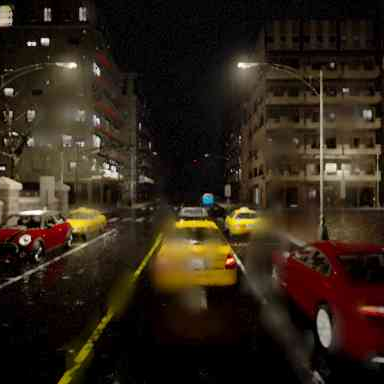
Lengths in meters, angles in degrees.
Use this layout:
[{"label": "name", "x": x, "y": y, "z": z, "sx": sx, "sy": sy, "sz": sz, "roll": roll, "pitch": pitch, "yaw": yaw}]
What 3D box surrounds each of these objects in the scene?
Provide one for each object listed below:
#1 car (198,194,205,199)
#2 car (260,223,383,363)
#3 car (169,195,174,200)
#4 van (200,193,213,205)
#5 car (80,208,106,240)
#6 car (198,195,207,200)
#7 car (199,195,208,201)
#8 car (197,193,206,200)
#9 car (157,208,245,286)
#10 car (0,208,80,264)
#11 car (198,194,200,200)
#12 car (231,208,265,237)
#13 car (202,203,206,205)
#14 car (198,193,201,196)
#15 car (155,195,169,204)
[{"label": "car", "x": 2.617, "y": 1.310, "z": 95.050, "sx": 1.752, "sy": 1.417, "sz": 4.829, "roll": 1, "pitch": 0, "yaw": 0}, {"label": "car", "x": 2.694, "y": 1.537, "z": 5.957, "sx": 1.887, "sy": 1.381, "sz": 4.507, "roll": 1, "pitch": 0, "yaw": 0}, {"label": "car", "x": -5.759, "y": 1.385, "z": 89.259, "sx": 1.802, "sy": 1.307, "sz": 4.206, "roll": 1, "pitch": 0, "yaw": 0}, {"label": "van", "x": 2.654, "y": 1.240, "z": 55.183, "sx": 1.690, "sy": 1.788, "sz": 3.998, "roll": 1, "pitch": 0, "yaw": 0}, {"label": "car", "x": -5.696, "y": 1.502, "z": 17.030, "sx": 1.752, "sy": 1.417, "sz": 4.829, "roll": 1, "pitch": 0, "yaw": 0}, {"label": "car", "x": 2.626, "y": 1.372, "z": 83.538, "sx": 2.008, "sy": 1.369, "sz": 4.403, "roll": 1, "pitch": 0, "yaw": 0}, {"label": "car", "x": 2.631, "y": 1.390, "z": 77.867, "sx": 2.008, "sy": 1.369, "sz": 4.403, "roll": 1, "pitch": 0, "yaw": 0}, {"label": "car", "x": 2.624, "y": 1.119, "z": 89.209, "sx": 2.192, "sy": 1.841, "sz": 5.009, "roll": 1, "pitch": 0, "yaw": 0}, {"label": "car", "x": 0.093, "y": 1.444, "z": 9.328, "sx": 1.801, "sy": 1.575, "sz": 5.366, "roll": 0, "pitch": 0, "yaw": 0}, {"label": "car", "x": -5.691, "y": 1.425, "z": 11.586, "sx": 1.967, "sy": 1.590, "sz": 4.097, "roll": 1, "pitch": 0, "yaw": 0}, {"label": "car", "x": 2.646, "y": 1.430, "z": 60.855, "sx": 1.887, "sy": 1.381, "sz": 4.507, "roll": 1, "pitch": 0, "yaw": 0}, {"label": "car", "x": 2.684, "y": 1.502, "z": 17.361, "sx": 1.752, "sy": 1.417, "sz": 4.829, "roll": 1, "pitch": 0, "yaw": 0}, {"label": "car", "x": 0.091, "y": 1.574, "z": 19.817, "sx": 1.895, "sy": 1.301, "sz": 4.718, "roll": 0, "pitch": 0, "yaw": 0}, {"label": "car", "x": 2.641, "y": 1.437, "z": 66.526, "sx": 1.947, "sy": 1.339, "sz": 4.313, "roll": 1, "pitch": 0, "yaw": 0}, {"label": "car", "x": -5.735, "y": 1.467, "z": 60.904, "sx": 1.802, "sy": 1.307, "sz": 4.206, "roll": 1, "pitch": 0, "yaw": 0}]
